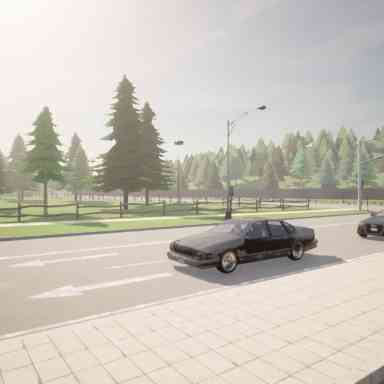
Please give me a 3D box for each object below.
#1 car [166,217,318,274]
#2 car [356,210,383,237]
[{"bbox_3d":[1.861,1.547,10.826,5.357,1.411,2.033,0,0,-35],"label":"car"},{"bbox_3d":[10.102,1.564,16.619,4.181,1.385,1.994,0,0,-35],"label":"car"}]
